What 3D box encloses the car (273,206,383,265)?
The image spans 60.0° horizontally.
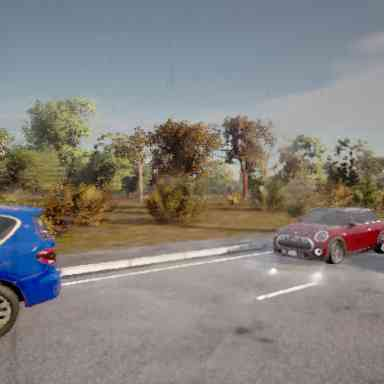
[{"bbox_3d":[5.006,1.351,11.851,4.553,1.767,2.097,0,0,-35],"label":"car"}]

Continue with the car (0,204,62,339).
[{"bbox_3d":[-4.862,1.226,4.822,5.566,2.045,2.150,0,0,-36],"label":"car"}]
